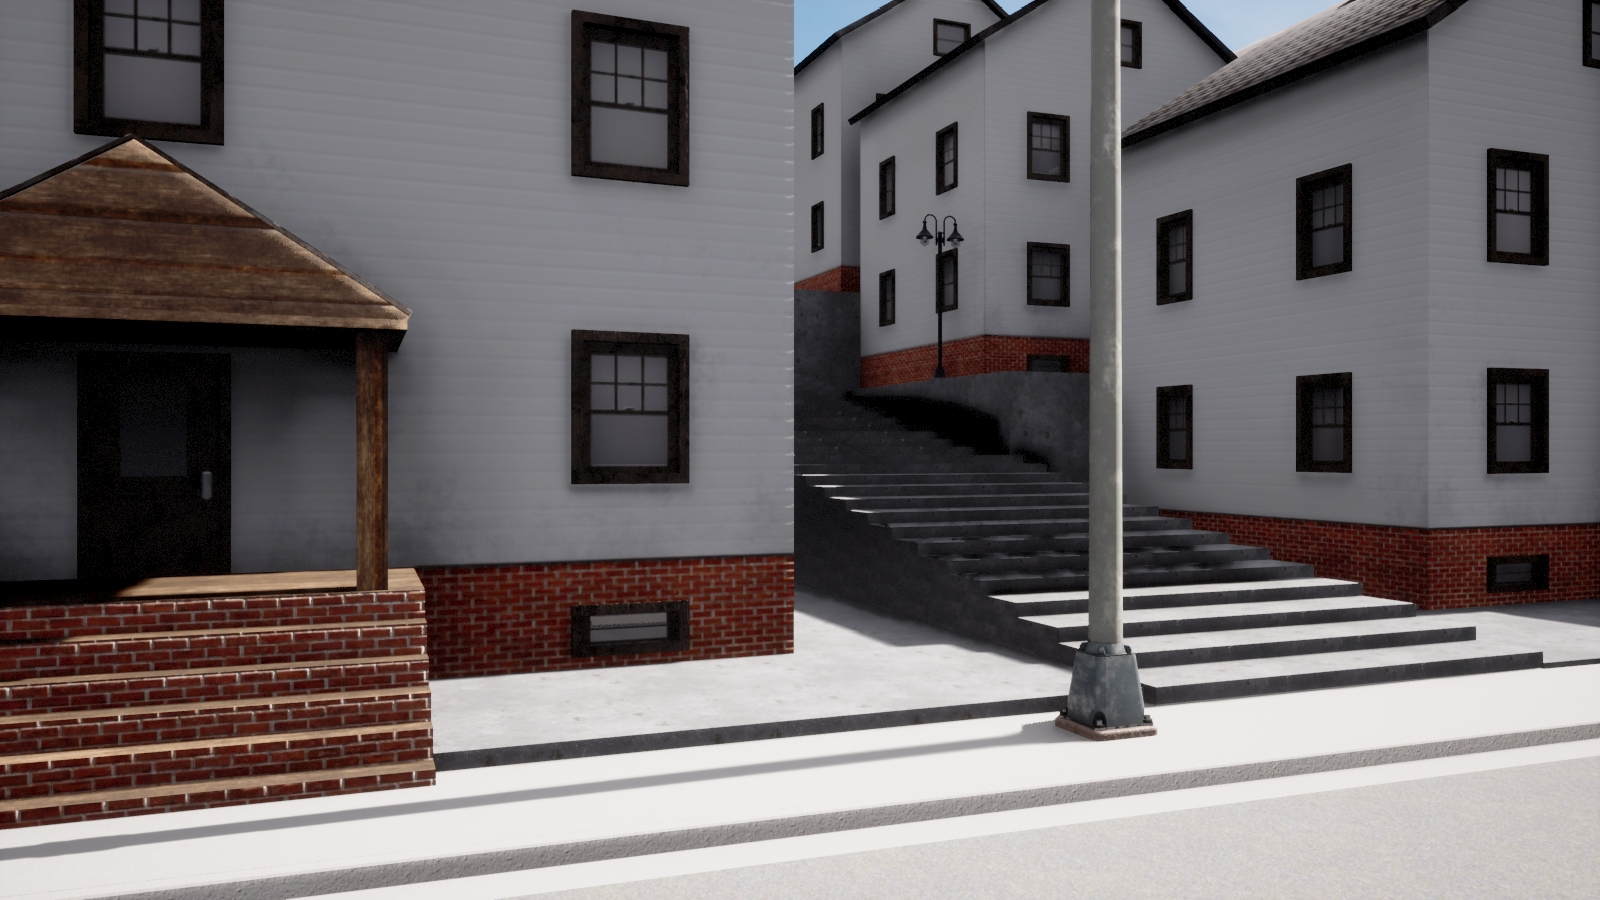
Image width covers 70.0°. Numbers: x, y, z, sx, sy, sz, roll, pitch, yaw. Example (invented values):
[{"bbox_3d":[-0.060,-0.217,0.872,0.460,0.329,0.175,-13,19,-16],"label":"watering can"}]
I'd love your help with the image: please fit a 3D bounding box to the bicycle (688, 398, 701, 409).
[{"bbox_3d":[-13.325,-5.856,143.960,1.487,1.301,0.859,0,2,8],"label":"bicycle"}]
